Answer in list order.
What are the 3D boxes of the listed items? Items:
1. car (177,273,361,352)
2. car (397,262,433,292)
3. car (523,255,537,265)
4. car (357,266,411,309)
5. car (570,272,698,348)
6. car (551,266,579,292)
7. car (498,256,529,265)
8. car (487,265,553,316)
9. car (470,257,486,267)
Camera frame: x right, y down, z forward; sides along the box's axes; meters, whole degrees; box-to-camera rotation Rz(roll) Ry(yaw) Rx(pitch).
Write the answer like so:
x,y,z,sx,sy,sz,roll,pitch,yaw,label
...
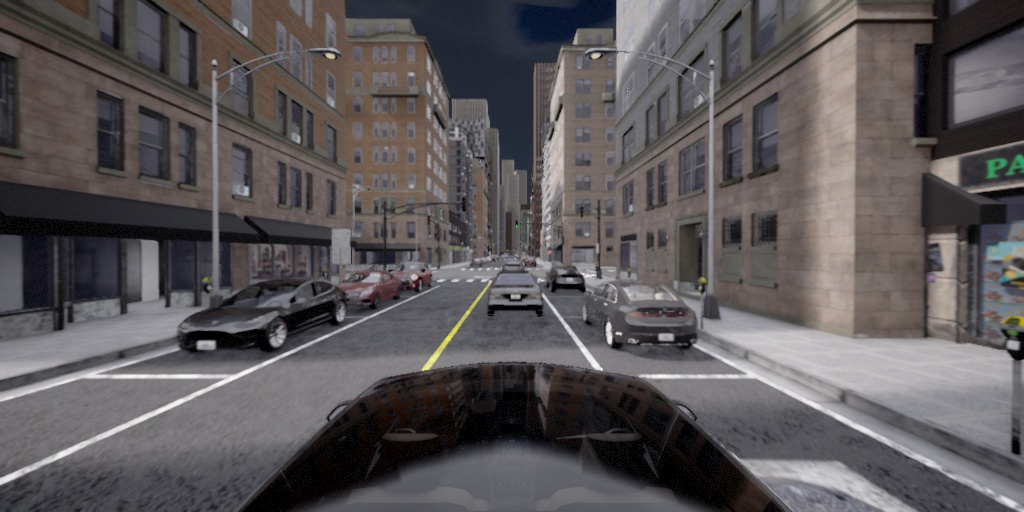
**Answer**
x,y,z,sx,sy,sz,roll,pitch,yaw,label
-5.667,1.267,8.830,1.948,1.339,4.313,0,0,0,car
-5.665,1.067,19.832,1.967,1.591,4.097,0,0,0,car
2.900,0.851,56.919,1.967,1.591,4.097,0,0,0,car
-5.666,1.246,14.331,1.802,1.307,4.207,0,0,0,car
2.858,1.252,8.829,2.007,1.370,4.403,0,0,0,car
2.860,1.193,19.831,1.948,1.339,4.313,0,0,0,car
0.105,1.049,30.841,2.128,1.511,4.902,0,1,0,car
0.102,1.220,13.022,2.033,1.411,5.357,0,0,0,car
-5.625,0.993,56.934,1.802,1.307,4.207,0,0,0,car
